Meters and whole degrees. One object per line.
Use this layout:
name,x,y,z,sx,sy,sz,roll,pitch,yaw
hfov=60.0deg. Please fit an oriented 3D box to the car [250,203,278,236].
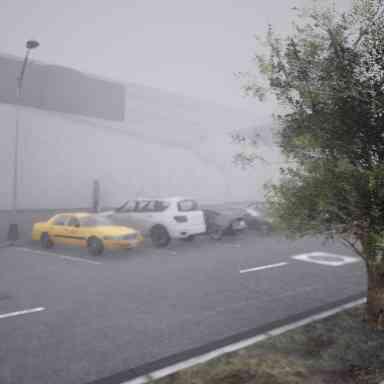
car,2.927,1.555,18.645,4.674,1.452,2.002,-1,-1,35

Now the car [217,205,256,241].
car,0.450,1.544,16.909,4.792,1.488,2.163,-1,-1,35

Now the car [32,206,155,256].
car,-4.263,1.502,13.309,5.366,1.575,1.946,-1,-1,34

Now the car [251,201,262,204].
car,5.343,1.378,20.404,4.553,1.767,2.185,-1,-1,35

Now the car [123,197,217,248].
car,-1.994,1.263,15.171,5.566,2.045,2.435,-1,-1,35
